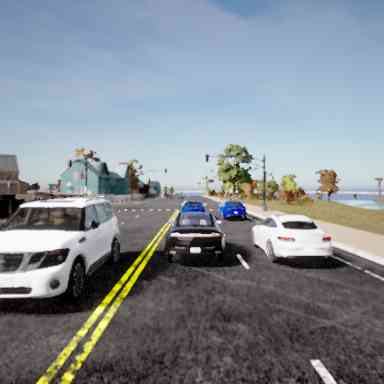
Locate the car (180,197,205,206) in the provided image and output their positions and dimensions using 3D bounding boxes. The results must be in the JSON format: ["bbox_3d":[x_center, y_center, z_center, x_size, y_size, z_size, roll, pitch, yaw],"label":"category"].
[{"bbox_3d":[0.104,1.420,27.885,1.882,1.535,5.008,0,0,0],"label":"car"}]

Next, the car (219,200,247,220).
[{"bbox_3d":[3.354,1.420,27.875,1.882,1.535,5.008,0,0,0],"label":"car"}]

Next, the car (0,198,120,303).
[{"bbox_3d":[-3.348,1.202,8.476,2.150,2.045,5.566,0,0,0],"label":"car"}]

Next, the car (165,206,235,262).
[{"bbox_3d":[0.102,1.465,12.037,2.128,1.511,4.902,0,0,0],"label":"car"}]

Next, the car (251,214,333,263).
[{"bbox_3d":[3.344,1.499,11.783,1.812,1.442,4.674,0,0,0],"label":"car"}]

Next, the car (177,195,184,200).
[{"bbox_3d":[-3.234,1.431,95.360,2.033,1.411,5.357,0,0,0],"label":"car"}]

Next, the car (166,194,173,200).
[{"bbox_3d":[-6.484,1.391,95.360,1.837,1.490,4.892,0,0,0],"label":"car"}]
